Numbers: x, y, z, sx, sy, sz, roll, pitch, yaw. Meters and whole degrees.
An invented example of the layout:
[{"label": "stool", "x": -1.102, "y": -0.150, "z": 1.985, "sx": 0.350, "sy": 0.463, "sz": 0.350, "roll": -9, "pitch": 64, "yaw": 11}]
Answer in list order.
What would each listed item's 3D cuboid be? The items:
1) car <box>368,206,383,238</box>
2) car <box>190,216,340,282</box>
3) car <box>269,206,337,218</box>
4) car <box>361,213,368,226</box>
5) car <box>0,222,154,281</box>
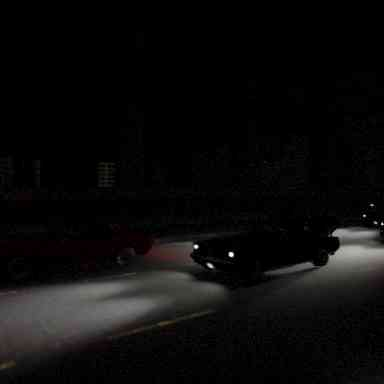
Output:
[{"label": "car", "x": 10.914, "y": 1.482, "z": 15.984, "sx": 4.902, "sy": 1.511, "sz": 2.128, "roll": 0, "pitch": 0, "yaw": -35}, {"label": "car", "x": 2.282, "y": 1.597, "z": 9.894, "sx": 4.718, "sy": 1.301, "sz": 1.895, "roll": 0, "pitch": 0, "yaw": -35}, {"label": "car", "x": 4.985, "y": 1.471, "z": 16.096, "sx": 5.008, "sy": 1.535, "sz": 1.882, "roll": 0, "pitch": 0, "yaw": -35}, {"label": "car", "x": 13.149, "y": 1.589, "z": 21.841, "sx": 4.718, "sy": 1.301, "sz": 1.895, "roll": 0, "pitch": 0, "yaw": -35}, {"label": "car", "x": -3.641, "y": 1.600, "z": 9.982, "sx": 4.718, "sy": 1.301, "sz": 1.895, "roll": 0, "pitch": 0, "yaw": -36}]
